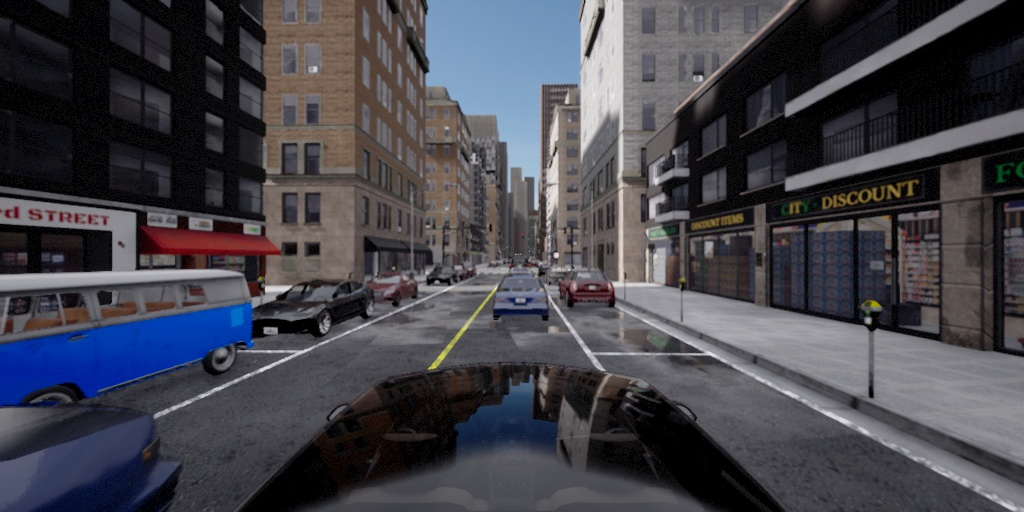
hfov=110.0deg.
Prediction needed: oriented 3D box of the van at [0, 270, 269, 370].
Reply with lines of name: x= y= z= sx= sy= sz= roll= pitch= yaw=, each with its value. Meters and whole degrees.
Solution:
van: x=-5.626 y=1.103 z=4.932 sx=1.690 sy=1.789 sz=3.998 roll=0 pitch=0 yaw=1

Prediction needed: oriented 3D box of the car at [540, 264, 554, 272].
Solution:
car: x=3.392 y=1.411 z=26.740 sx=2.007 sy=1.370 sz=4.403 roll=0 pitch=0 yaw=1

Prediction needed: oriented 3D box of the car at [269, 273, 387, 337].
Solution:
car: x=-5.502 y=1.352 z=10.432 sx=1.948 sy=1.339 sz=4.313 roll=0 pitch=0 yaw=1

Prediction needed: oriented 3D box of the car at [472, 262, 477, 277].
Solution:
car: x=-4.884 y=1.350 z=37.932 sx=1.967 sy=1.591 sz=4.097 roll=0 pitch=0 yaw=1

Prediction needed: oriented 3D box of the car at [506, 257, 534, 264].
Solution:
car: x=0.765 y=1.126 z=36.549 sx=2.150 sy=2.045 sz=5.566 roll=0 pitch=0 yaw=1

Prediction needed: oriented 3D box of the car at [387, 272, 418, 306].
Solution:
car: x=-5.378 y=1.392 z=15.932 sx=1.802 sy=1.307 sz=4.207 roll=0 pitch=0 yaw=1

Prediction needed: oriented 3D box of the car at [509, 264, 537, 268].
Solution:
car: x=0.630 y=1.459 z=26.517 sx=1.895 sy=1.301 sz=4.718 roll=0 pitch=0 yaw=1

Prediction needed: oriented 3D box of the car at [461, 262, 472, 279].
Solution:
car: x=-5.008 y=1.466 z=32.432 sx=1.802 sy=1.307 sz=4.207 roll=0 pitch=0 yaw=1

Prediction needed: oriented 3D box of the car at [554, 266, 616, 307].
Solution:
car: x=3.145 y=1.251 z=15.740 sx=1.967 sy=1.591 sz=4.097 roll=0 pitch=0 yaw=1

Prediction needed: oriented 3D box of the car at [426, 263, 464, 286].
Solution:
car: x=-5.131 y=1.425 z=26.932 sx=1.948 sy=1.339 sz=4.313 roll=0 pitch=0 yaw=1

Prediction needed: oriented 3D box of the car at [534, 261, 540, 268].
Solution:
car: x=3.639 y=1.476 z=37.740 sx=1.948 sy=1.339 sz=4.313 roll=0 pitch=0 yaw=1

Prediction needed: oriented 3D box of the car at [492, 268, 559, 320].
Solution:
car: x=0.322 y=1.346 z=12.918 sx=2.033 sy=1.411 sz=5.357 roll=0 pitch=0 yaw=2
